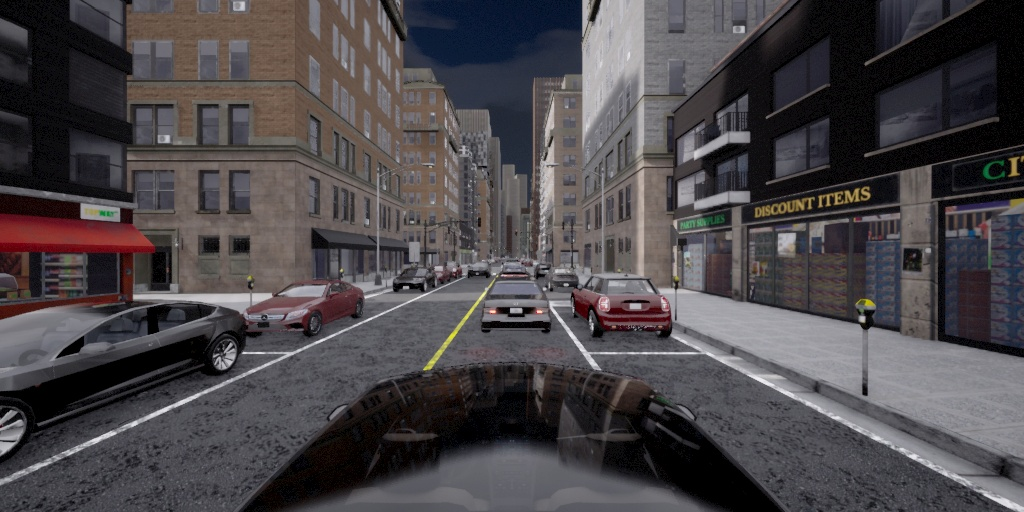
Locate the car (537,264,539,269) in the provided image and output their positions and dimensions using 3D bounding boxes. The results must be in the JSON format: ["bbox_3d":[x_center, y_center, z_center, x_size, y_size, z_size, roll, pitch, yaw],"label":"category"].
[{"bbox_3d":[2.905,1.319,32.253,1.948,1.339,4.313,0,0,0],"label":"car"}]

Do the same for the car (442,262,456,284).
[{"bbox_3d":[-5.630,1.334,26.767,1.802,1.307,4.207,0,0,0],"label":"car"}]

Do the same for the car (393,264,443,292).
[{"bbox_3d":[-5.638,1.317,21.265,1.948,1.339,4.313,0,0,0],"label":"car"}]

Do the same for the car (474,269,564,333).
[{"bbox_3d":[0.110,1.297,10.719,2.033,1.411,5.357,0,0,0],"label":"car"}]

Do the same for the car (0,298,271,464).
[{"bbox_3d":[-5.667,1.316,4.762,1.948,1.339,4.313,0,0,0],"label":"car"}]

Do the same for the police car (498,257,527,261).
[{"bbox_3d":[0.046,1.178,31.261,1.930,1.638,5.238,0,0,0],"label":"police car"}]

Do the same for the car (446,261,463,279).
[{"bbox_3d":[-5.620,1.193,32.268,1.967,1.591,4.097,0,0,0],"label":"car"}]

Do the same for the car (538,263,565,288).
[{"bbox_3d":[2.887,1.301,21.251,2.007,1.370,4.403,0,0,0],"label":"car"}]

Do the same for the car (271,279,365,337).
[{"bbox_3d":[-5.657,1.332,10.263,1.802,1.307,4.207,0,0,0],"label":"car"}]

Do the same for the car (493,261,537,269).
[{"bbox_3d":[0.129,1.242,21.242,2.128,1.511,4.902,0,0,0],"label":"car"}]

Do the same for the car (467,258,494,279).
[{"bbox_3d":[-2.951,1.246,33.022,1.882,1.535,5.008,0,0,0],"label":"car"}]

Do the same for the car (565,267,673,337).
[{"bbox_3d":[2.868,1.190,10.248,1.967,1.591,4.097,0,0,0],"label":"car"}]
